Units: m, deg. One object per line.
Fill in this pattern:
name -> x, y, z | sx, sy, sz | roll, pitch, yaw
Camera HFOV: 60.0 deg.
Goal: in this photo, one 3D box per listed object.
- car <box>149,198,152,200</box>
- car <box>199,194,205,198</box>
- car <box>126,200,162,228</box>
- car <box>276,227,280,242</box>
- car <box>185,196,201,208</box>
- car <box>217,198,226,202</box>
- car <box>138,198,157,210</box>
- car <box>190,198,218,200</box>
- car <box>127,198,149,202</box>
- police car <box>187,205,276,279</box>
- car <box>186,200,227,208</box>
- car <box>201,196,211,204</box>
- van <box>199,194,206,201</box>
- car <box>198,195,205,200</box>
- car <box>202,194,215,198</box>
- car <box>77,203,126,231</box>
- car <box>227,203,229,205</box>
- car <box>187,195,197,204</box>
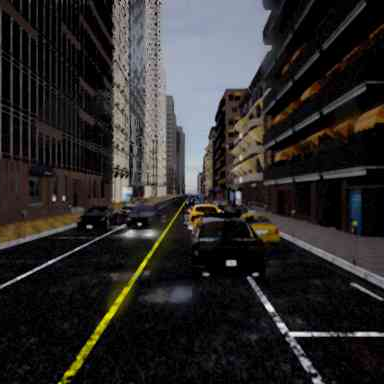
car -> -5.693, 1.422, 37.603 | 1.967, 1.590, 4.097 | 0, 0, 0
car -> 2.686, 1.296, 54.549 | 2.192, 1.841, 5.009 | 0, 0, 0
car -> -3.102, 1.533, 22.341 | 2.033, 1.411, 5.357 | 0, 0, 0
car -> 2.690, 1.515, 15.179 | 1.752, 1.417, 4.829 | 0, 0, 0
car -> 0.023, 1.582, 47.732 | 1.895, 1.301, 4.718 | 0, 0, 1
car -> 2.688, 1.534, 31.955 | 2.008, 1.369, 4.403 | 0, 0, 0
car -> -5.694, 1.507, 43.081 | 1.752, 1.417, 4.829 | 0, 0, 0
car -> 0.897, 1.490, 26.072 | 1.837, 1.490, 4.892 | 0, 0, 0
car -> -5.692, 1.534, 31.953 | 2.008, 1.369, 4.403 | 0, 0, 0
police car -> 0.899, 1.418, 10.181 | 1.930, 1.638, 5.238 | 0, 0, 0
car -> 0.786, 1.465, 20.073 | 1.882, 1.535, 5.008 | 0, 0, 0
car -> 2.685, 1.562, 65.846 | 1.802, 1.307, 4.206 | 0, 0, 0
van -> 2.682, 1.330, 88.440 | 1.690, 1.788, 3.998 | 0, 0, 0
car -> 2.682, 1.559, 94.089 | 1.947, 1.339, 4.313 | 0, 0, 0
car -> 2.687, 1.421, 43.251 | 1.967, 1.590, 4.097 | 0, 0, 0
car -> -5.691, 1.553, 20.657 | 1.947, 1.339, 4.313 | 0, 0, 0
car -> 2.690, 1.553, 20.658 | 1.947, 1.339, 4.313 | 0, 0, 0
car -> -0.005, 1.458, 65.609 | 1.882, 1.535, 5.008 | 0, 0, 0
